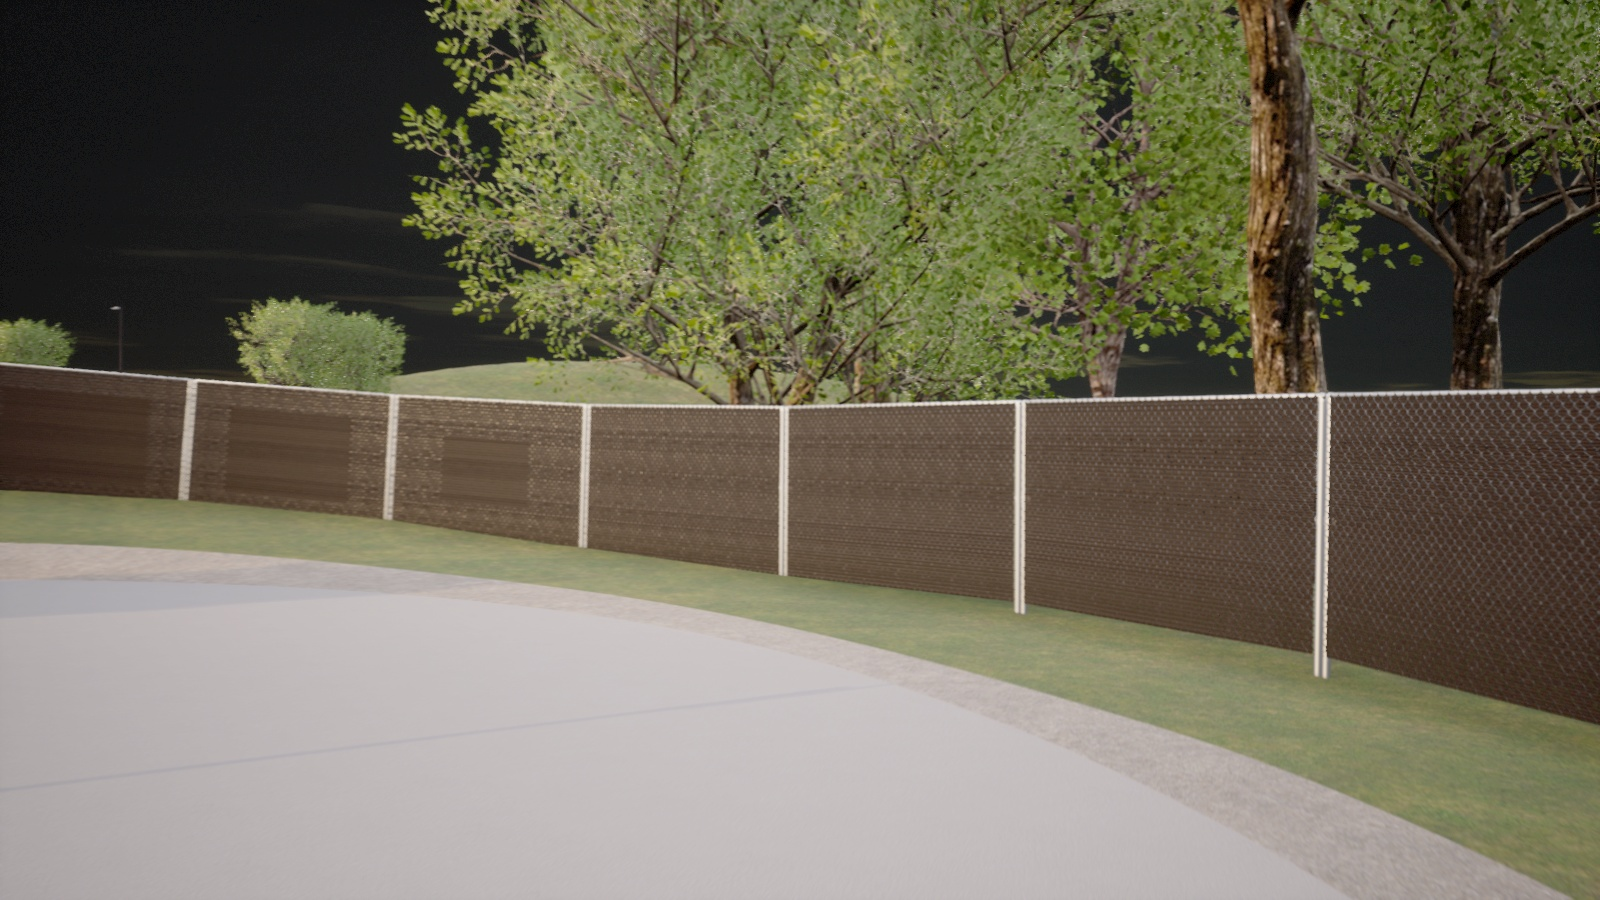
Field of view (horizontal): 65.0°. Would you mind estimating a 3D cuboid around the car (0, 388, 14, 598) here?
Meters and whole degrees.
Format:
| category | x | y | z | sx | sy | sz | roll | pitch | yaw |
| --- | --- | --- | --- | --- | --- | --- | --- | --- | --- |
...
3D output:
| category | x | y | z | sx | sy | sz | roll | pitch | yaw |
| --- | --- | --- | --- | --- | --- | --- | --- | --- | --- |
| car | -9.024 | 0.368 | 10.340 | 3.866 | 1.878 | 1.905 | 1 | 0 | -5 |
